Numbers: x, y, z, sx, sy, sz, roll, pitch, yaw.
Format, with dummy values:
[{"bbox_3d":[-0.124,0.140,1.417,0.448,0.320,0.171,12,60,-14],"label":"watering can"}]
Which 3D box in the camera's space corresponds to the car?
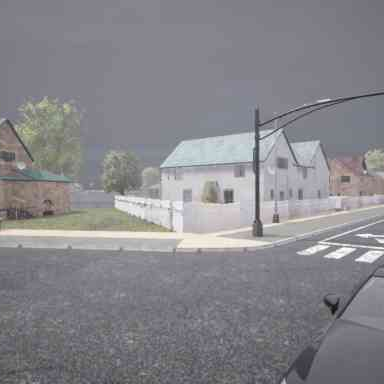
[{"bbox_3d":[2.561,1.524,3.463,1.812,1.442,4.674,0,0,42],"label":"car"}]
